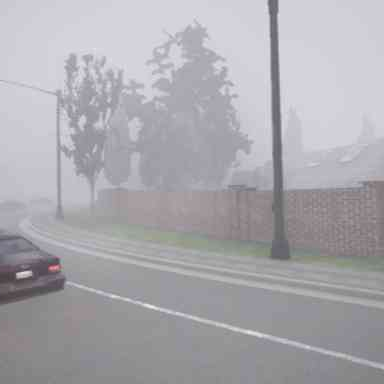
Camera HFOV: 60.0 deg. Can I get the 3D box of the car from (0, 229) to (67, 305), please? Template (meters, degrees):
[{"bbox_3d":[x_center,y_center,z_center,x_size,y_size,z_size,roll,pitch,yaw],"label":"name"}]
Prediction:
[{"bbox_3d":[-5.032,1.614,7.918,5.357,1.411,2.033,0,0,42],"label":"car"}]

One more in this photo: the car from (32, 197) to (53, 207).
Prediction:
[{"bbox_3d":[-25.371,1.637,56.132,1.882,1.535,5.008,-2,0,8],"label":"car"}]

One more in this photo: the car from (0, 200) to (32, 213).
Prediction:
[{"bbox_3d":[-21.611,1.703,40.213,1.994,1.385,4.181,-2,0,-4],"label":"car"}]

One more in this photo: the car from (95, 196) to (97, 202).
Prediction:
[{"bbox_3d":[-20.104,1.414,74.041,2.128,1.511,4.902,-2,-1,19],"label":"car"}]
